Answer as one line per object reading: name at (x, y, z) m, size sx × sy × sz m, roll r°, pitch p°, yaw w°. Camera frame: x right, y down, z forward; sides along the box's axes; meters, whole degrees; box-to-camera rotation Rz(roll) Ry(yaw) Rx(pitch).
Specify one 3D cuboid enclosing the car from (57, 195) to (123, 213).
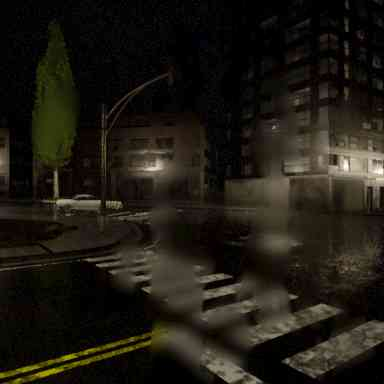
car at (-7.825, 0.907, 25.683) m, size 4.718 × 1.301 × 1.895 m, roll 1°, pitch 0°, yaw 11°
